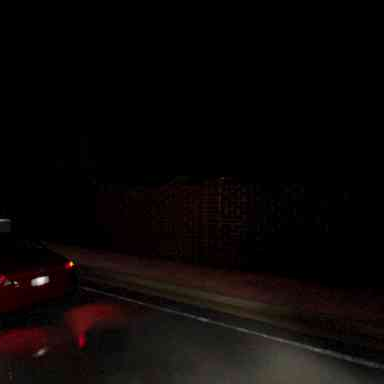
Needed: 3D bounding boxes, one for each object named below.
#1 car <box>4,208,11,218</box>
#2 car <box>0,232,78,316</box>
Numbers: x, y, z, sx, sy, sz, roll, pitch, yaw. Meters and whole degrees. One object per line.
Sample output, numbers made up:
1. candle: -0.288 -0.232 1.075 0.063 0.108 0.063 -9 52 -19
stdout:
1. car: -14.173 1.542 29.662 1.812 1.442 4.674 0 0 35
2. car: -4.388 1.583 7.141 4.181 1.385 1.994 0 0 35
